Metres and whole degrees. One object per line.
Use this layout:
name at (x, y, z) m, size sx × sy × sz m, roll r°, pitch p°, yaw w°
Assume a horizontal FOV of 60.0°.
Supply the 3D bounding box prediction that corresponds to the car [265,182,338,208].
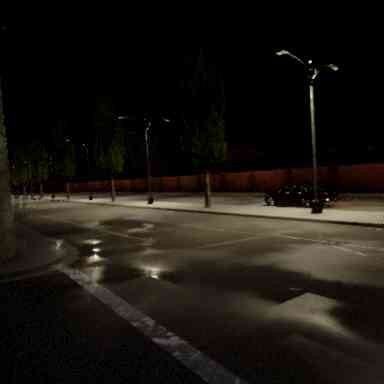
car at (7.366, 0.235, 23.588) m, size 1.837 × 1.490 × 4.892 m, roll -6°, pitch 3°, yaw -37°
